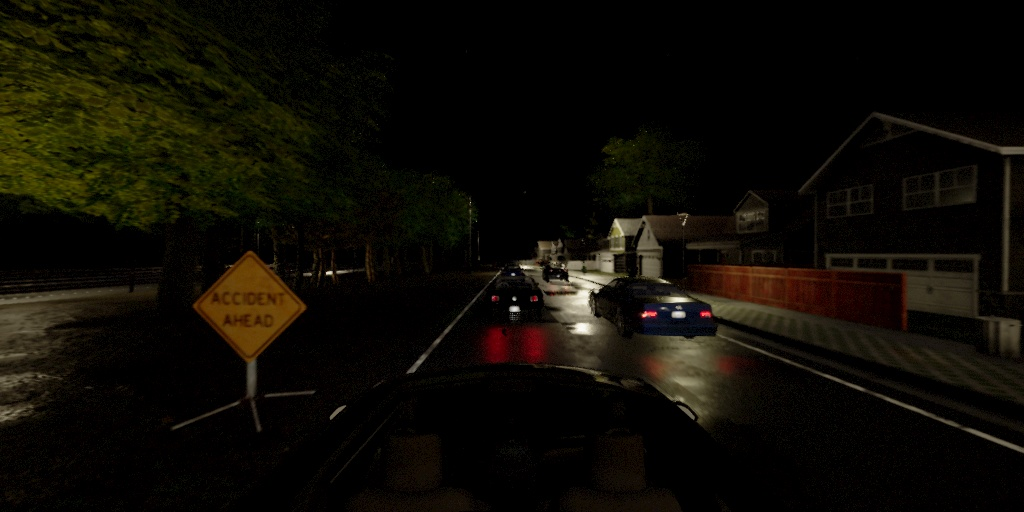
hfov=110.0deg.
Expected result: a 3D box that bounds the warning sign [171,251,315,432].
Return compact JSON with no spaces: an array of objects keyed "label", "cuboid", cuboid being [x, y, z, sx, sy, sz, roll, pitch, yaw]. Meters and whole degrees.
[{"label":"warning sign","cuboid":[-3.051,0.866,4.206,1.300,1.860,1.060,0,0,0]}]

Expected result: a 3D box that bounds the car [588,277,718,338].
[{"label":"car","cuboid":[3.583,1.316,10.209,2.033,1.411,5.357,0,0,0]}]

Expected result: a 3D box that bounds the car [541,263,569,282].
[{"label":"car","cuboid":[3.583,1.367,30.128,2.128,1.511,4.902,0,0,0]}]

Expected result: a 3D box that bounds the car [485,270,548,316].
[{"label":"car","cuboid":[0.088,1.383,13.498,1.895,1.301,4.718,0,0,0]}]

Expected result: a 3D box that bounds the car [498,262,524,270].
[{"label":"car","cuboid":[0.085,1.443,30.657,1.994,1.385,4.181,0,0,0]}]
